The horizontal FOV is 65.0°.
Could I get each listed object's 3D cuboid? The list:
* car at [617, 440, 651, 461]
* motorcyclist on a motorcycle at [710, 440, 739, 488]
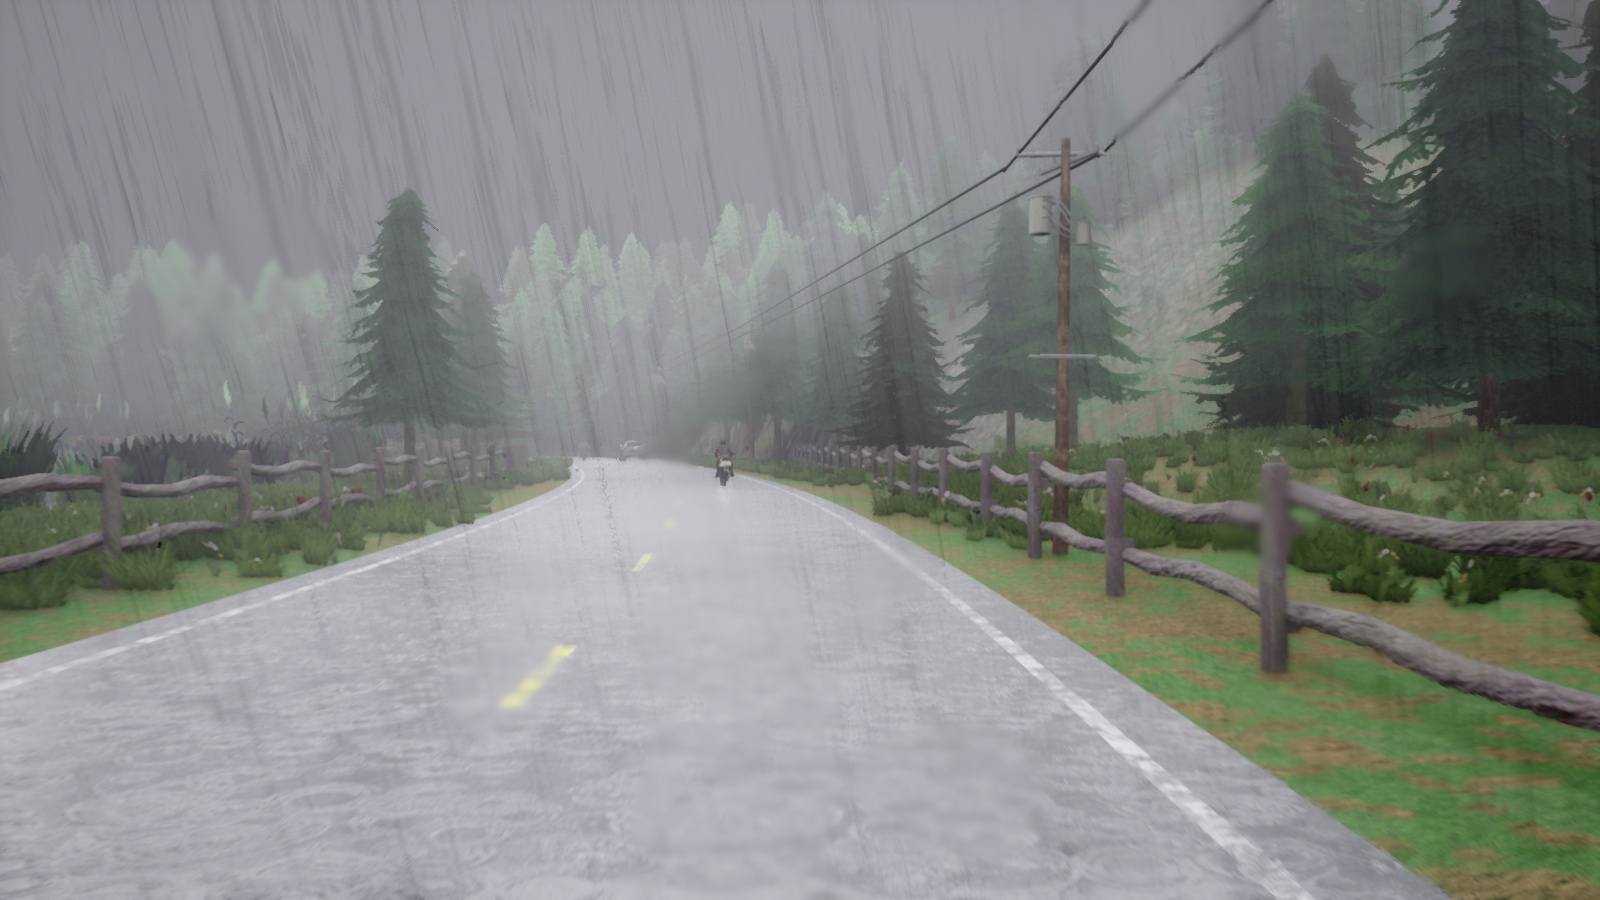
[{"bbox_3d":[-11.884,0.042,89.702,1.970,1.475,3.806,0,0,-14],"label":"car"},{"bbox_3d":[-2.436,0.430,40.225,0.797,1.523,2.044,0,0,-7],"label":"motorcyclist on a motorcycle"}]
